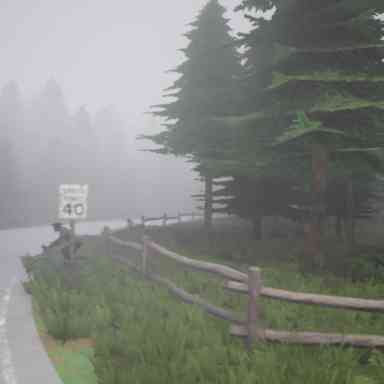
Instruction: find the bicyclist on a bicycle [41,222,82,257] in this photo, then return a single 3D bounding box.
[{"bbox_3d":[-3.440,1.617,8.830,1.656,1.620,0.582,2,-2,-22],"label":"bicyclist on a bicycle"}]
